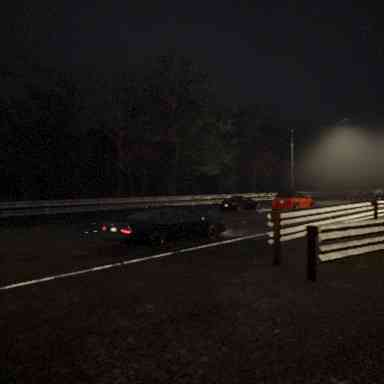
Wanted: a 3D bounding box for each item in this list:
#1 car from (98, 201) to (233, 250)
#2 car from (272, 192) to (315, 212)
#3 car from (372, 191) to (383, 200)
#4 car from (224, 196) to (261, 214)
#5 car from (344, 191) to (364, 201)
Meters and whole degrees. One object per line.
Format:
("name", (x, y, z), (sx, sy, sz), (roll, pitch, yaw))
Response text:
("car", (-0.933, 1.282, 13.030), (2.033, 1.411, 5.357), (0, 1, 43))
("car", (8.733, 0.795, 28.516), (2.097, 1.767, 4.553), (0, 1, 43))
("car", (28.795, 0.568, 50.008), (1.895, 1.301, 4.718), (0, 1, 43))
("car", (4.183, 1.049, 28.771), (1.994, 1.385, 4.181), (0, 1, 43))
("car", (24.745, 0.524, 50.794), (1.812, 1.442, 4.674), (0, 1, 43))
